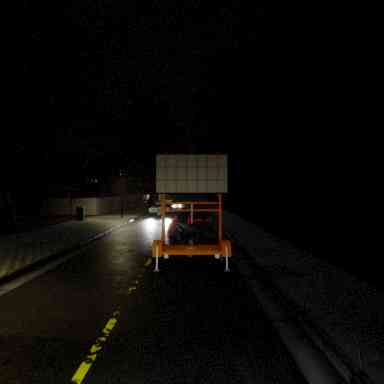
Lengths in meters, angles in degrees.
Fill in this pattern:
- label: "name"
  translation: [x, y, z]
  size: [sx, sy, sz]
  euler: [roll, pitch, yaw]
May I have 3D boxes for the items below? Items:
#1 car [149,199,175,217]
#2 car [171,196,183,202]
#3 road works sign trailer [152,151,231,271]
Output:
- label: "car"
  translation: [-2.867, 1.606, 30.916]
  size: [1.895, 1.301, 4.718]
  euler: [0, 0, 0]
- label: "car"
  translation: [-2.782, 1.519, 62.442]
  size: [2.128, 1.511, 4.902]
  euler: [0, 0, 0]
- label: "road works sign trailer"
  translation: [-0.005, 0.464, 10.853]
  size: [2.380, 3.560, 2.880]
  euler: [0, 0, 0]
